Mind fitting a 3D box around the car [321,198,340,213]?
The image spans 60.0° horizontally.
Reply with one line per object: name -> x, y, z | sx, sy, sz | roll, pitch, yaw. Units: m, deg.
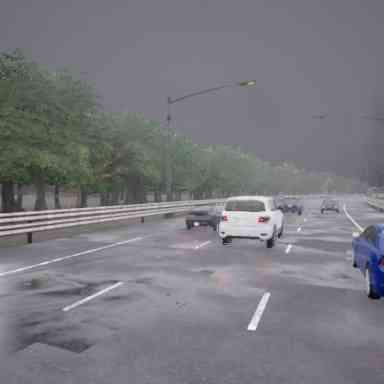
car -> 15.217, 1.552, 36.675 | 2.033, 1.411, 5.357 | 0, 0, 23

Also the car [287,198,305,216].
car -> 10.108, 1.353, 33.473 | 2.097, 1.767, 4.553 | 0, 0, 23

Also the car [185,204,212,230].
car -> 1.131, 1.503, 20.487 | 1.837, 1.490, 4.892 | 0, 0, 21

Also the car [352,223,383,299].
car -> 5.101, 1.478, 8.078 | 1.882, 1.535, 5.008 | 0, 0, 20

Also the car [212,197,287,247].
car -> 2.887, 1.221, 15.310 | 2.150, 2.045, 5.566 | 0, 0, 21

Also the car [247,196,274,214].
car -> 7.538, 1.353, 36.392 | 2.097, 1.767, 4.553 | 0, 0, 23

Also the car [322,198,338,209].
car -> 19.245, 1.537, 46.219 | 1.812, 1.442, 4.674 | 0, 0, 25
